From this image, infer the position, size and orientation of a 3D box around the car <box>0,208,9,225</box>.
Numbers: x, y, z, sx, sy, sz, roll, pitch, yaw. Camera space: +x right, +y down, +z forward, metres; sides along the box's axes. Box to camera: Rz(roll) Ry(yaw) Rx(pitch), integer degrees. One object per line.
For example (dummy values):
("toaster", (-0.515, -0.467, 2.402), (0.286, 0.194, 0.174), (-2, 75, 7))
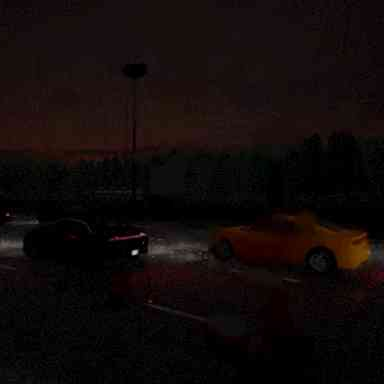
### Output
("car", (-14.564, 1.558, 22.968), (5.357, 1.411, 2.033), (0, 0, 35))

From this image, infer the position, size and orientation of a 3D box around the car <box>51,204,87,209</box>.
("car", (-8.777, 1.534, 23.146), (4.674, 1.442, 1.812), (0, 0, 35))

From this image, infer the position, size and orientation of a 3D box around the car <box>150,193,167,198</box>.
("car", (-8.980, 1.236, 89.643), (4.605, 1.855, 1.932), (0, 0, 35))

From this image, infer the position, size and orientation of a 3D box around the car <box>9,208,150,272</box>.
("car", (-3.592, 1.496, 10.849), (4.902, 1.511, 2.128), (0, 0, 35))

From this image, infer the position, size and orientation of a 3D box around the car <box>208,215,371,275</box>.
("car", (2.837, 1.479, 10.564), (5.008, 1.535, 1.882), (0, 0, 35))
